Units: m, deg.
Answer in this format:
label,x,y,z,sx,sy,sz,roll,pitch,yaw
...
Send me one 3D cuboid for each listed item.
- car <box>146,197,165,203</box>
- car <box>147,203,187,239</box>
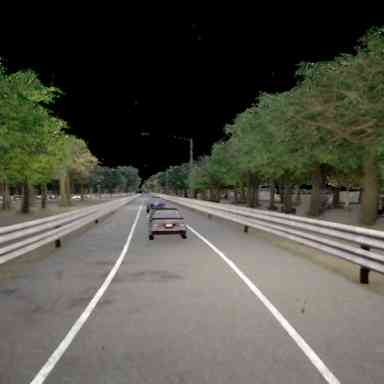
label,x,y,z,sx,sy,sz,roll,pitch,yaw
car,-4.159,1.347,38.161,2.097,1.767,4.553,0,0,-8
car,-1.367,1.548,17.526,2.033,1.411,5.357,0,0,-7
